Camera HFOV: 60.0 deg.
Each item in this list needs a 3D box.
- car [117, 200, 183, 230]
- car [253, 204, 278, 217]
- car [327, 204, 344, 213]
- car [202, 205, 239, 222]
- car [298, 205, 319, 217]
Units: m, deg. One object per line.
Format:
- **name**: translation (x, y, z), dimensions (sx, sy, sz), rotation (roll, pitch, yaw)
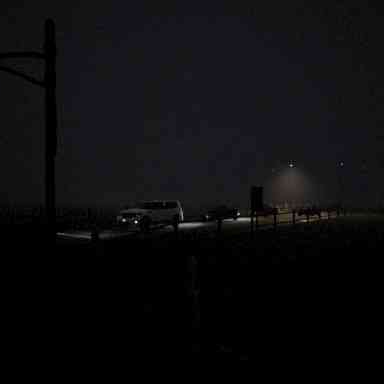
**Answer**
- **car**: translation (-2.937, 1.608, 24.595), dimensions (2.150, 2.045, 5.566), rotation (0, -1, 36)
- **car**: translation (8.910, 2.266, 40.762), dimensions (2.128, 1.511, 4.902), rotation (0, -1, 36)
- **car**: translation (23.329, 2.671, 54.208), dimensions (1.812, 1.442, 4.674), rotation (0, -1, 37)
- **car**: translation (2.878, 2.067, 32.533), dimensions (2.128, 1.511, 4.902), rotation (0, -1, 36)
- **car**: translation (15.304, 2.421, 43.233), dimensions (2.033, 1.411, 5.357), rotation (0, -1, 34)
